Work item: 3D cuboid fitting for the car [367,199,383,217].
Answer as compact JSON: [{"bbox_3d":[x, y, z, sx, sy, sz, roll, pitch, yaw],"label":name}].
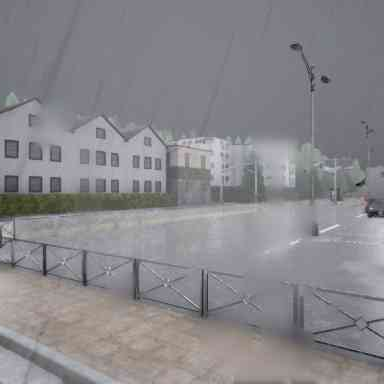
[{"bbox_3d":[15.439,1.298,26.800,2.007,1.523,4.514,0,0,35],"label":"car"}]
